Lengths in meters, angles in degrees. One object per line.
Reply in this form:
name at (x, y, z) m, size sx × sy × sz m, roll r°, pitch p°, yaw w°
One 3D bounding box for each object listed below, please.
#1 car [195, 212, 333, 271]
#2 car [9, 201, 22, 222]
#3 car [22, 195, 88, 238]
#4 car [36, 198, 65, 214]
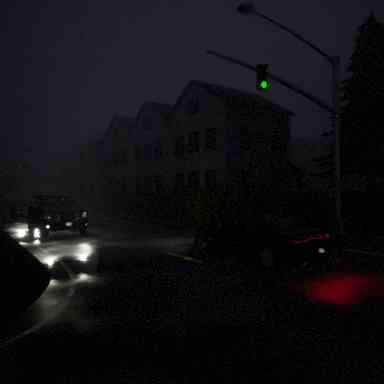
car at (2.028, 1.402, 10.868) m, size 1.882 × 1.535 × 5.008 m, roll -1°, pitch 0°, yaw -35°
car at (-13.317, 1.460, 26.538) m, size 2.128 × 1.511 × 4.902 m, roll -1°, pitch 0°, yaw -35°
car at (-7.463, 1.185, 18.147) m, size 2.150 × 2.045 × 5.566 m, roll -1°, pitch 0°, yaw -35°
car at (-15.146, 1.416, 35.401) m, size 1.882 × 1.535 × 5.008 m, roll -1°, pitch 0°, yaw -35°
